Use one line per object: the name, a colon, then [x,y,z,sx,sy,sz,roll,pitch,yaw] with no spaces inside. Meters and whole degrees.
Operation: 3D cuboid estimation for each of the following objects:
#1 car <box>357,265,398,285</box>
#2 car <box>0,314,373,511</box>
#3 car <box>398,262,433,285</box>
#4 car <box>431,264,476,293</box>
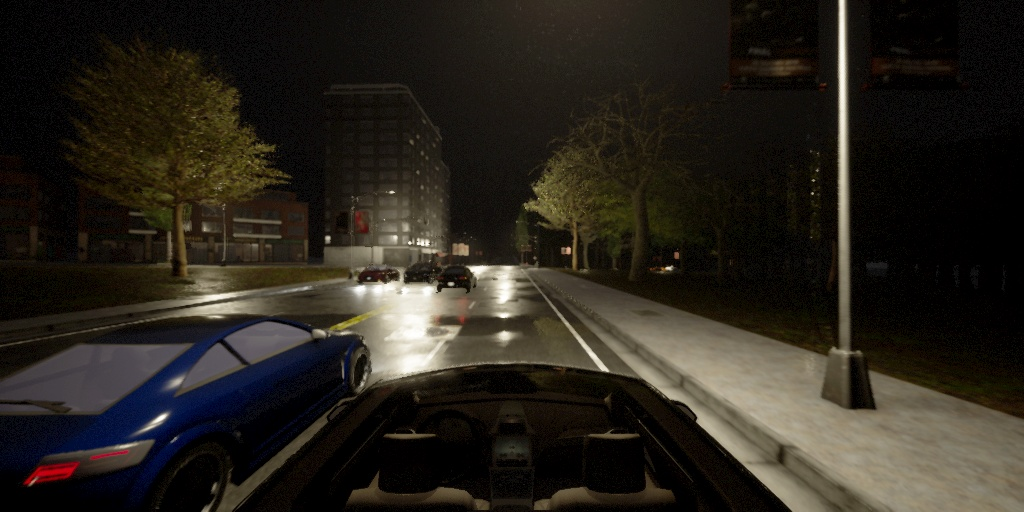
car: [-9.837,1.342,26.637,1.994,1.385,4.181,0,0,0]
car: [-3.151,1.315,3.887,1.994,1.385,4.181,0,0,0]
car: [-6.584,1.255,26.772,1.882,1.535,5.008,0,0,0]
car: [-3.160,1.290,20.868,1.812,1.442,4.674,0,0,0]
